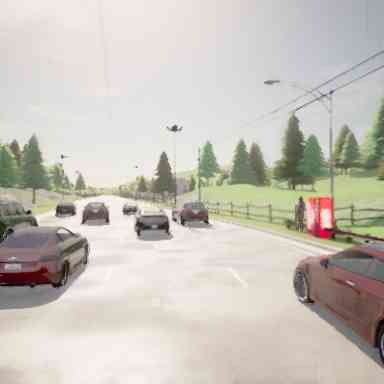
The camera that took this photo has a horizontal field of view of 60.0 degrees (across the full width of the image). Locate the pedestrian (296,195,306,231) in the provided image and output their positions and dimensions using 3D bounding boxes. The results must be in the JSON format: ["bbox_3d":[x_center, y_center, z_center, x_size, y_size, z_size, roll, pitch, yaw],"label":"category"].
[{"bbox_3d":[5.578,1.081,17.077,0.375,1.860,0.375,0,0,-11],"label":"pedestrian"}]

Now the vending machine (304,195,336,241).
[{"bbox_3d":[6.101,1.220,15.876,1.100,2.100,0.880,0,0,-10],"label":"vending machine"}]

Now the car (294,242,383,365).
[{"bbox_3d":[3.197,1.523,5.246,1.812,1.442,4.674,0,0,-4],"label":"car"}]

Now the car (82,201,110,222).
[{"bbox_3d":[-8.013,1.571,27.996,2.097,1.767,4.553,0,0,-14],"label":"car"}]

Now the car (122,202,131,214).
[{"bbox_3d":[-7.049,1.866,38.610,1.895,1.301,4.718,0,0,-14],"label":"car"}]

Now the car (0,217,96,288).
[{"bbox_3d":[-4.216,1.653,9.431,1.994,1.385,4.181,0,0,-6],"label":"car"}]

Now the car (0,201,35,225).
[{"bbox_3d":[-8.375,1.376,14.228,2.150,2.045,5.566,0,0,-10],"label":"car"}]

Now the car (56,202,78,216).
[{"bbox_3d":[-13.842,1.798,36.906,1.882,1.535,5.008,0,0,-14],"label":"car"}]

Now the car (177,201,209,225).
[{"bbox_3d":[-0.225,1.485,25.553,2.097,1.767,4.553,-1,0,-13],"label":"car"}]

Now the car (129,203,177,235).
[{"bbox_3d":[-2.461,1.617,19.749,2.128,1.511,4.902,0,0,-12],"label":"car"}]
